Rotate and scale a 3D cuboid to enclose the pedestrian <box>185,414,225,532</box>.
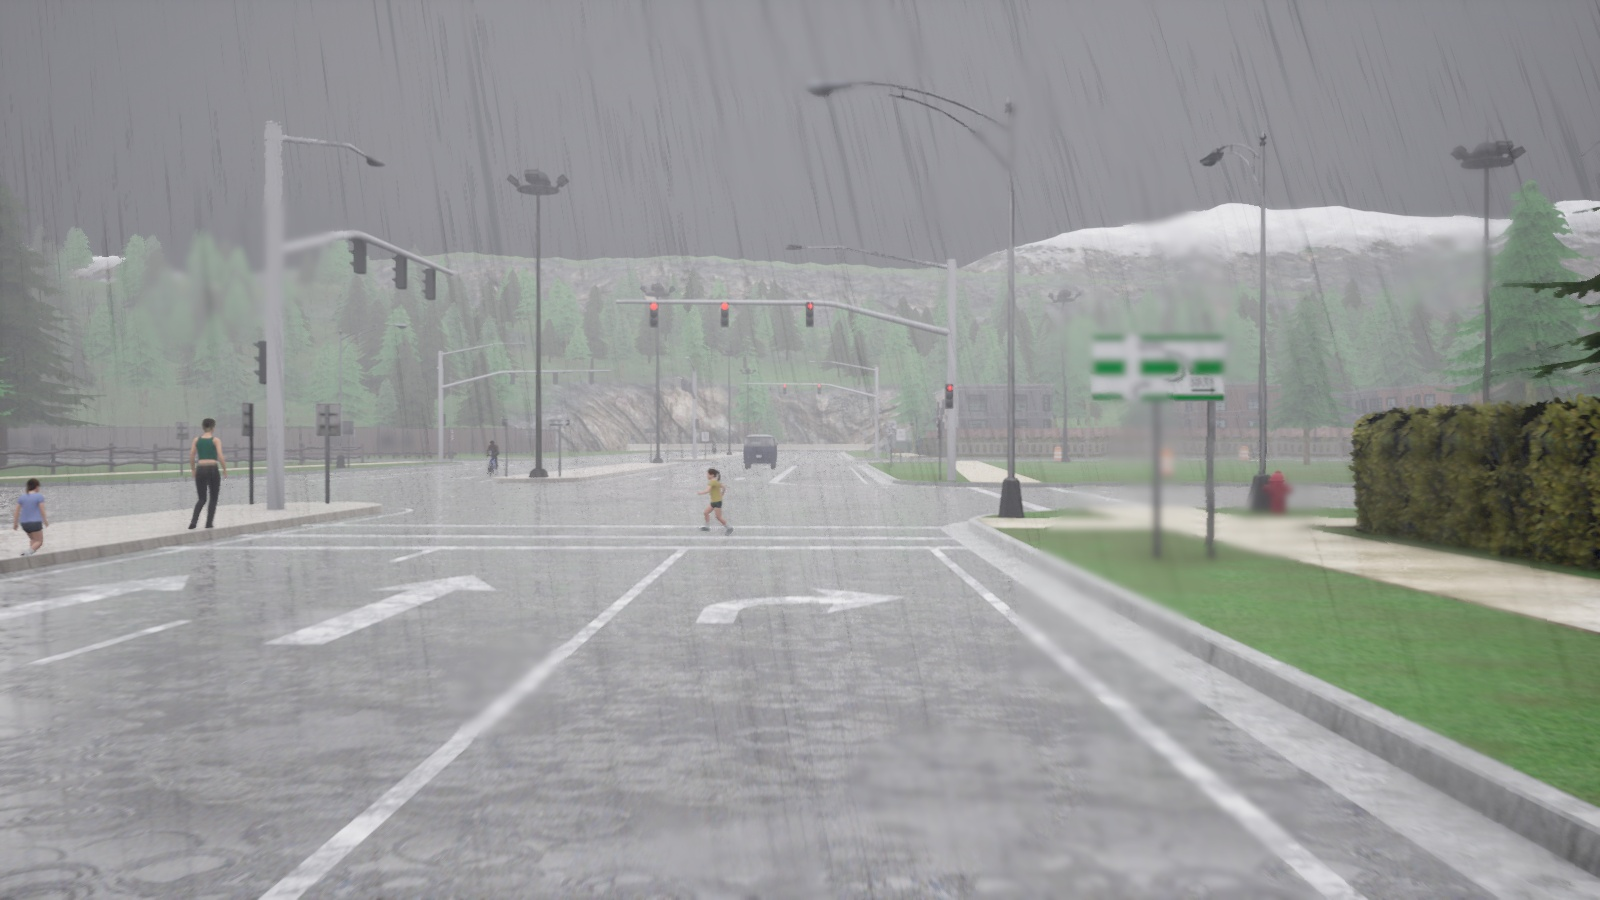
[{"bbox_3d":[-9.382,0.357,19.815,0.345,1.836,0.594,0,0,-1],"label":"pedestrian"}]

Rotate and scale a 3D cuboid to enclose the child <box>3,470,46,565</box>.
[{"bbox_3d":[-9.298,0.800,15.059,0.255,1.110,0.394,0,0,3],"label":"child"}]

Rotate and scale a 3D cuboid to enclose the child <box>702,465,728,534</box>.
[{"bbox_3d":[-1.373,0.800,20.274,0.394,1.110,0.255,0,0,0],"label":"child"}]

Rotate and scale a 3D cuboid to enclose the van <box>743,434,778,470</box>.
[{"bbox_3d":[-2.264,0.088,72.368,1.775,1.987,4.442,0,0,1],"label":"van"}]
